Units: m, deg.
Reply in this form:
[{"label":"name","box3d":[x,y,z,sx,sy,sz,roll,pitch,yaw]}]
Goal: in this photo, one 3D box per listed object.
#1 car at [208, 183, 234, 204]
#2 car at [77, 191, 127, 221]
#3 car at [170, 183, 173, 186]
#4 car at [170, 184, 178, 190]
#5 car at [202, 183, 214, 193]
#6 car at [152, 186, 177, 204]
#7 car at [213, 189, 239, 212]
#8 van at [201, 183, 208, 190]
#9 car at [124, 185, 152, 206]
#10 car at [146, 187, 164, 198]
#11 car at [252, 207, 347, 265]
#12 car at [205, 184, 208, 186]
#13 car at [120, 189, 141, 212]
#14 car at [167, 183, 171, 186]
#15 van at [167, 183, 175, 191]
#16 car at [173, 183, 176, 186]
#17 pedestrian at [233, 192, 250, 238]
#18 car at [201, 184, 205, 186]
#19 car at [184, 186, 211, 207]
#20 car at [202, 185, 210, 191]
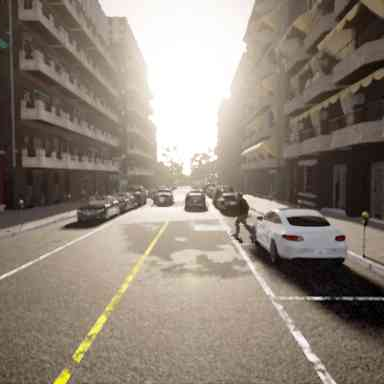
[{"label":"car","box3d":[2.939,0.318,31.034,2.192,1.841,5.009,-1,2,1]},{"label":"car","box3d":[-5.532,0.905,20.024,2.008,1.369,4.403,-1,2,1]},{"label":"car","box3d":[-5.154,-0.528,64.022,1.752,1.417,4.829,-1,2,1]},{"label":"car","box3d":[-4.916,-1.417,91.628,1.752,1.417,4.829,-1,2,1]},{"label":"car","box3d":[3.271,-0.920,69.683,2.192,1.841,5.009,-1,2,1]},{"label":"car","box3d":[-2.806,0.415,33.485,2.128,1.511,4.902,0,2,1]},{"label":"car","box3d":[2.896,0.745,25.521,1.947,1.339,4.313,-1,2,1]},{"label":"van","box3d":[3.462,-1.605,91.768,1.690,1.788,3.998,-1,2,1]},{"label":"car","box3d":[-5.441,0.316,31.057,2.192,1.841,5.009,-1,2,1]},{"label":"car","box3d":[-5.294,0.022,47.628,2.008,1.369,4.403,-1,2,1]},{"label":"car","box3d":[3.088,1.194,10.237,1.812,1.442,4.674,0,2,0]},{"label":"car","box3d":[3.087,-0.007,47.774,1.752,1.417,4.829,-1,2,1]},{"label":"car","box3d":[-5.484,0.729,25.544,2.008,1.369,4.403,-1,2,1]},{"label":"car","box3d":[-5.199,-0.338,58.671,1.887,1.381,4.507,-1,2,1]},{"label":"van","box3d":[-5.013,-1.250,80.749,1.690,1.788,3.998,-1,2,1]},{"label":"car","box3d":[-5.104,-0.671,69.714,1.947,1.339,4.313,-1,2,1]},{"label":"pedestrian","box3d":[1.941,0.872,13.058,0.375,1.860,0.375,-1,3,1]},{"label":"car","box3d":[0.506,-0.081,48.567,1.882,1.535,5.008,0,1,1]},{"label":"car","box3d":[0.320,0.519,30.282,2.128,1.511,4.902,0,2,1]},{"label":"car","box3d":[3.371,-1.045,80.732,1.887,1.381,4.507,-1,2,1]}]
